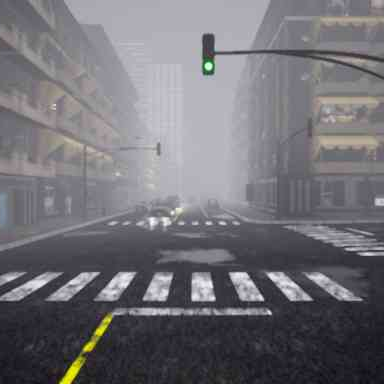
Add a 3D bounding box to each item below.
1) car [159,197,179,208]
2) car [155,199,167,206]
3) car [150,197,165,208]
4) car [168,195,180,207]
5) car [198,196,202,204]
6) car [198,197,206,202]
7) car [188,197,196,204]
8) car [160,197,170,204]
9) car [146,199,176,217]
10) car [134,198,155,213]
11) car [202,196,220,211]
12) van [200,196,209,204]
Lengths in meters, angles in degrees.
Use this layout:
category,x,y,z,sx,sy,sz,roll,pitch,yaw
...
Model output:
category,x,y,z,sx,sy,sz,roll,pitch,yaw
car,-3.105,1.783,44.015,1.994,1.385,4.181,0,0,0
car,-5.709,1.893,61.050,1.802,1.307,4.206,-1,0,0
car,-5.709,1.721,55.523,1.967,1.590,4.097,-1,0,0
car,-3.079,1.497,54.588,2.150,2.045,5.566,0,0,1
car,2.672,1.862,61.046,2.008,1.369,4.403,-1,0,0
car,2.667,2.015,88.686,1.887,1.381,4.507,-1,0,0
car,-0.013,1.859,73.388,1.882,1.535,5.008,0,0,0
car,-5.711,1.898,71.936,1.752,1.417,4.829,-1,0,0
car,-3.105,1.714,34.131,2.033,1.411,5.357,0,0,0
car,-5.705,1.742,38.939,2.008,1.369,4.403,0,0,0
car,2.673,1.662,44.464,1.967,1.590,4.097,-1,0,0
van,2.667,1.715,72.103,1.690,1.788,3.998,-1,0,0
